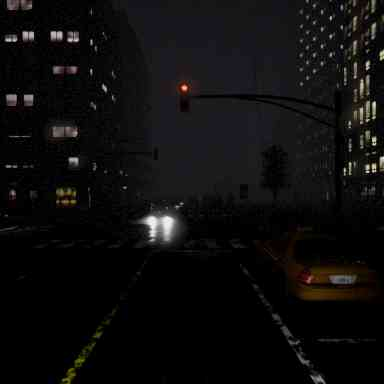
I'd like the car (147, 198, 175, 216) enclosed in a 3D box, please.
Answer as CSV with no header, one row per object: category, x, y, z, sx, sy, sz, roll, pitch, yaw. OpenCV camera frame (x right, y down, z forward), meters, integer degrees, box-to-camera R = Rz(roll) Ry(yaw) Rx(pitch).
car,-3.041,1.612,33.357,1.895,1.301,4.718,0,0,0

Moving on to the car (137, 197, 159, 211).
car,-5.621,1.568,40.501,2.008,1.369,4.403,0,0,0

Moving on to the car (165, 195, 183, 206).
car,-2.993,1.582,55.299,2.033,1.411,5.357,0,0,0

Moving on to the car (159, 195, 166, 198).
car,-5.591,1.588,57.080,2.008,1.369,4.403,0,0,0

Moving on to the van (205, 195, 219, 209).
van,2.768,1.364,46.012,1.690,1.788,3.998,0,0,0

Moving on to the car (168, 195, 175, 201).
car,-5.532,1.624,90.070,1.752,1.417,4.829,0,0,0

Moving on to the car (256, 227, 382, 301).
car,2.701,1.526,8.243,1.752,1.417,4.829,0,0,0

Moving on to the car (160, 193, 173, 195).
car,-5.572,1.497,68.134,1.967,1.590,4.097,0,0,0

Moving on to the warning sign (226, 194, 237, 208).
warning sign,5.151,1.135,43.738,1.300,1.860,1.060,0,0,0

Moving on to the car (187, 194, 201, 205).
car,0.212,1.550,61.793,1.837,1.490,4.892,0,0,0

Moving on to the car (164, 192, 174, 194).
car,-5.553,1.517,79.187,1.967,1.590,4.097,0,0,0

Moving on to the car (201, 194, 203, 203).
car,2.797,1.362,62.591,2.192,1.841,5.009,0,0,0

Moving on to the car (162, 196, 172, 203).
car,-5.562,1.648,73.661,1.802,1.307,4.206,0,0,0

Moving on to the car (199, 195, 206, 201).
car,2.849,1.625,90.395,1.752,1.417,4.829,0,0,0

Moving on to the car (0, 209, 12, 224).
car,-15.898,1.798,24.881,4.181,1.385,1.994,-1,0,-2

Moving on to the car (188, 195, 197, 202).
car,0.143,1.603,79.736,2.128,1.511,4.902,0,0,0

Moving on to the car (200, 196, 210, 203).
car,2.818,1.611,73.645,1.887,1.381,4.507,0,0,0

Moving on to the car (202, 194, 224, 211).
car,2.758,1.332,40.486,2.192,1.841,5.009,0,0,0
